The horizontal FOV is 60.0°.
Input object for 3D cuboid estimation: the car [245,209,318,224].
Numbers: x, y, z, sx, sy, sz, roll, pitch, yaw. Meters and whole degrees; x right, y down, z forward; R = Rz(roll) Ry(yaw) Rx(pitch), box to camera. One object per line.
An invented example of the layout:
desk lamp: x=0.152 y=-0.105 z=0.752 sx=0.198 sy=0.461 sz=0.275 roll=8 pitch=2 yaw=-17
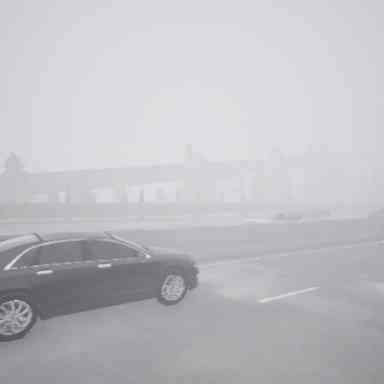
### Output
car: x=5.440 y=1.927 z=20.691 sx=4.718 sy=1.301 sz=1.895 roll=2 pitch=-1 yaw=-35

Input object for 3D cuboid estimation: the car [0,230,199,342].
car: x=-2.093 y=1.514 z=6.556 sx=4.892 sy=1.490 sz=1.837 roll=0 pitch=0 yaw=-36

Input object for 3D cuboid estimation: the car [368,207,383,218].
car: x=20.831 y=2.371 z=35.958 sx=4.181 sy=1.385 sz=1.994 roll=2 pitch=-1 yaw=-36

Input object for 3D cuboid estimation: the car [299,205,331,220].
car: x=12.195 y=2.105 z=34.090 sx=5.008 sy=1.535 sz=1.882 roll=2 pitch=-1 yaw=-35
